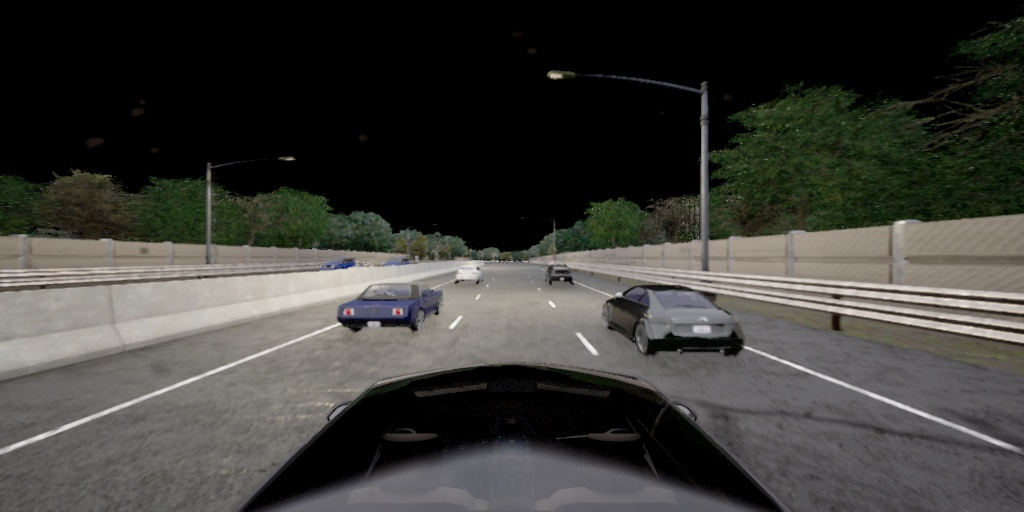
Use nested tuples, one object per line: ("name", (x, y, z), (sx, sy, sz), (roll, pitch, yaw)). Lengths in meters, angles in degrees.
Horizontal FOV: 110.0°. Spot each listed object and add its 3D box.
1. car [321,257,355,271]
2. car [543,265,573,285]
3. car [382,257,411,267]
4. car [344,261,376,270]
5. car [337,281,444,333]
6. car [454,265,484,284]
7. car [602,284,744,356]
("car", (-21.079, 1.180, 43.896), (2.150, 2.045, 5.566), (0, 0, 0))
("car", (3.594, 1.423, 28.110), (1.837, 1.490, 4.892), (0, 0, 0))
("car", (-14.084, 1.182, 44.036), (2.150, 2.045, 5.566), (0, -1, 0))
("car", (-17.587, 1.554, 42.613), (1.895, 1.301, 4.718), (0, 0, 0))
("car", (-3.402, 1.427, 11.086), (1.895, 1.301, 4.718), (0, 0, 0))
("car", (-3.406, 1.447, 28.990), (1.812, 1.442, 4.674), (0, 0, 0))
("car", (3.598, 1.373, 8.799), (1.994, 1.385, 4.181), (0, 0, 0))
